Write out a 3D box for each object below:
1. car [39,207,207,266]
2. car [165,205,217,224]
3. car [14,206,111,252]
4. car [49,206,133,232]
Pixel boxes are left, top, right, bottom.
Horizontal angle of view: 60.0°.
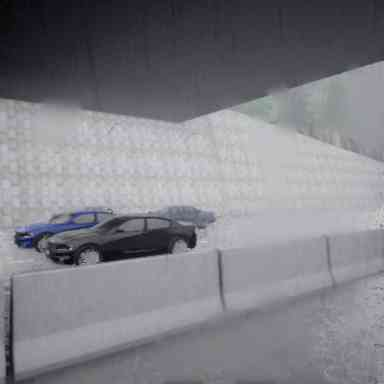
[{"bbox_3d":[-2.127,1.472,11.070,5.008,1.535,1.882,0,0,-35],"label":"car"},{"bbox_3d":[-0.969,1.537,20.487,5.357,1.411,2.033,0,0,-35],"label":"car"},{"bbox_3d":[-4.486,1.471,13.686,5.008,1.535,1.882,0,0,-35],"label":"car"},{"bbox_3d":[-6.315,1.590,20.978,4.718,1.301,1.895,0,0,-35],"label":"car"}]
